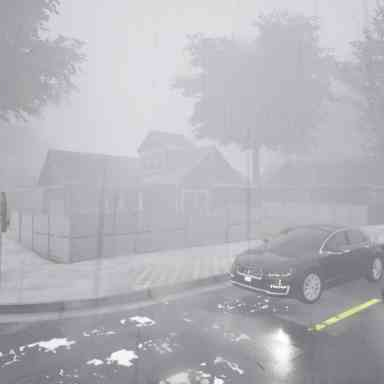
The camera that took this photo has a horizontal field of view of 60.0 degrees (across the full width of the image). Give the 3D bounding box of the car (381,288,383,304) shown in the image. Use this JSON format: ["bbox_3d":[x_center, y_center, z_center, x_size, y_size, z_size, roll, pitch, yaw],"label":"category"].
[{"bbox_3d":[5.862,1.618,6.919,5.357,1.411,2.033,1,-1,-39],"label":"car"}]

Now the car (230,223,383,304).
[{"bbox_3d":[3.113,1.591,8.441,4.892,1.490,1.837,1,-1,-37],"label":"car"}]
